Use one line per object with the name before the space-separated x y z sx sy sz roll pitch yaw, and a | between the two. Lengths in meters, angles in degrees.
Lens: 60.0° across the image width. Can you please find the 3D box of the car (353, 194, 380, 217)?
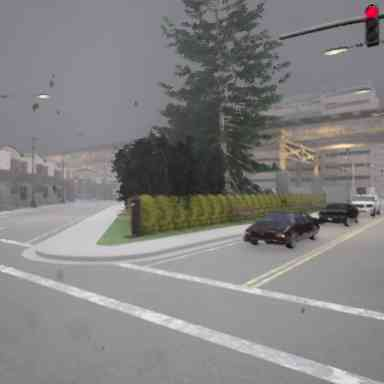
car | 16.699 1.252 32.180 2.150 2.045 5.566 0 0 36

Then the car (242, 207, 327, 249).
car | 4.260 1.557 15.079 2.033 1.411 5.357 0 0 36

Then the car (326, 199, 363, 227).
car | 10.388 1.498 23.521 1.882 1.535 5.008 0 0 36
